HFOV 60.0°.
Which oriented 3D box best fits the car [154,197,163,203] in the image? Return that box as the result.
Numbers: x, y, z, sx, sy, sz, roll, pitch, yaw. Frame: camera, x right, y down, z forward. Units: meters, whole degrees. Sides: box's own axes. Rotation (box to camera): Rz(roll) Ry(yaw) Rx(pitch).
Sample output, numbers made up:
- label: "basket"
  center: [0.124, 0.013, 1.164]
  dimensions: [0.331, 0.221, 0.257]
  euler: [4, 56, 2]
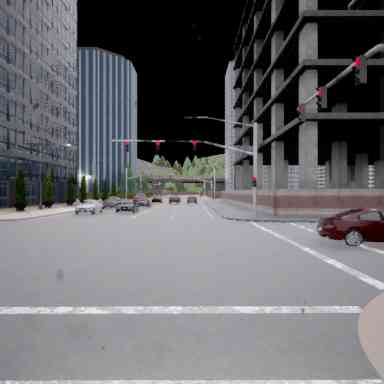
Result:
- label: "car"
  center: [-6.999, 1.601, 66.283]
  dimensions: [1.895, 1.301, 4.718]
  euler: [0, 0, 0]

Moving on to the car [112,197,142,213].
- label: "car"
  center: [-7.088, 1.564, 36.785]
  dimensions: [1.994, 1.385, 4.181]
  euler: [0, 0, 0]

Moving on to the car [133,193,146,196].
- label: "car"
  center: [-10.493, 1.226, 67.034]
  dimensions: [2.150, 2.045, 5.566]
  euler: [0, 0, 0]

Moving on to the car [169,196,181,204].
- label: "car"
  center: [-3.480, 1.505, 64.595]
  dimensions: [1.837, 1.490, 4.892]
  euler: [0, 0, 0]

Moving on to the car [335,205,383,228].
- label: "car"
  center: [11.886, 1.545, 21.265]
  dimensions: [4.718, 1.301, 1.895]
  euler: [0, 0, 0]

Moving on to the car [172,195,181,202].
- label: "car"
  center: [-3.477, 1.508, 73.669]
  dimensions: [1.812, 1.442, 4.674]
  euler: [0, 0, 0]

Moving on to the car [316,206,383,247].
- label: "car"
  center: [7.904, 1.420, 14.038]
  dimensions: [5.008, 1.535, 1.882]
  euler: [0, 0, 3]

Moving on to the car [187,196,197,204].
- label: "car"
  center: [0.020, 1.492, 64.593]
  dimensions: [2.128, 1.511, 4.902]
  euler: [0, 0, 0]

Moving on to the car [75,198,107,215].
- label: "car"
  center: [-10.587, 1.526, 34.468]
  dimensions: [1.812, 1.442, 4.674]
  euler: [0, 0, 0]

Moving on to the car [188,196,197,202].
- label: "car"
  center: [0.023, 1.579, 73.698]
  dimensions: [1.895, 1.301, 4.718]
  euler: [0, 0, 0]

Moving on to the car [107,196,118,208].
- label: "car"
  center: [-10.585, 1.354, 44.296]
  dimensions: [2.097, 1.767, 4.553]
  euler: [0, 0, 0]

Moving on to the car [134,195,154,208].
- label: "car"
  center: [-7.082, 1.564, 48.099]
  dimensions: [1.994, 1.385, 4.181]
  euler: [0, 0, 0]
